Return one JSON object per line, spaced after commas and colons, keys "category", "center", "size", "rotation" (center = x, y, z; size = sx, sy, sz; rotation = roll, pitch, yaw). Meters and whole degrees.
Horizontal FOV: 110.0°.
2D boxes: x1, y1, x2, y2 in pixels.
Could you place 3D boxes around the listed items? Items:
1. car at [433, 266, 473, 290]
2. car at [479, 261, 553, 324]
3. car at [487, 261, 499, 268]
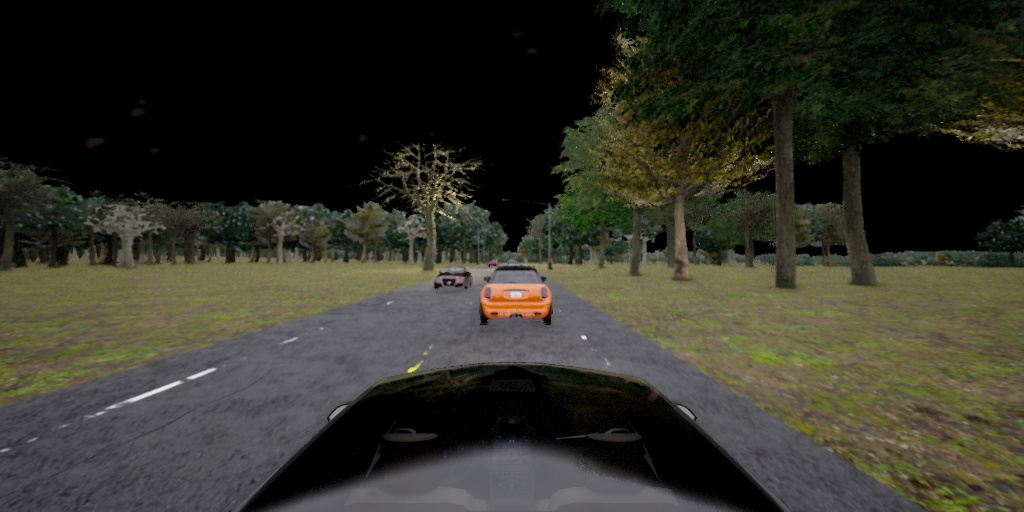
{"category": "car", "center": [-3.566, 1.324, 22.358], "size": [1.994, 1.385, 4.181], "rotation": [0, 0, 0]}
{"category": "car", "center": [0.116, 1.101, 12.081], "size": [2.097, 1.767, 4.553], "rotation": [0, 0, 0]}
{"category": "car", "center": [-3.414, 1.507, 65.112], "size": [1.895, 1.301, 4.718], "rotation": [0, 0, 1]}
